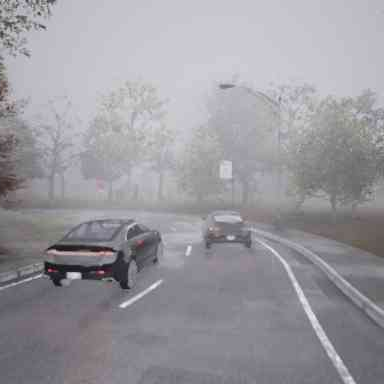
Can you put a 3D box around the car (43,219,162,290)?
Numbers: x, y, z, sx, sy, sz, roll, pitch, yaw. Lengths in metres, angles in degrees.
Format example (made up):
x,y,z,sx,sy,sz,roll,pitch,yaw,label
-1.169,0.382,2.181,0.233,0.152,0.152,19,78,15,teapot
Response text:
x,y,z,sx,sy,sz,roll,pitch,yaw,label
-2.101,1.483,9.140,2.128,1.511,4.902,0,0,7,car

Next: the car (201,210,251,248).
x,y,z,sx,sy,sz,roll,pitch,yaw,label
1.418,1.541,14.745,1.812,1.442,4.674,1,0,-1,car
